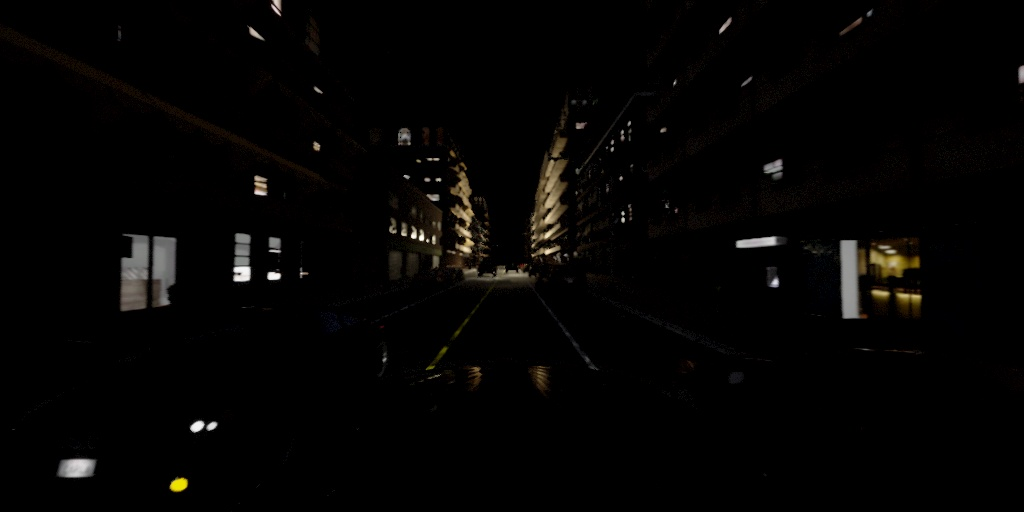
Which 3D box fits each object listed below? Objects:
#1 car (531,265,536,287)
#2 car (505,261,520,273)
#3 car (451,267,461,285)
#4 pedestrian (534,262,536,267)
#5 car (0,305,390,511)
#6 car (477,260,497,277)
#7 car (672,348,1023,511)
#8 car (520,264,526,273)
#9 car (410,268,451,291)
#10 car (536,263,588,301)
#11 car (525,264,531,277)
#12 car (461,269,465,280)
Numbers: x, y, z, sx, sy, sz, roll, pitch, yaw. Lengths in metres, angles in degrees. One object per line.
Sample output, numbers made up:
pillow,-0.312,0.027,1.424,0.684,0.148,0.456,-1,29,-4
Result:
car,2.690,1.381,24.660,2.192,1.841,5.009,0,0,0
car,0.007,1.777,60.417,2.150,2.045,5.566,0,-1,0
car,-5.691,1.726,30.271,1.802,1.307,4.207,0,0,0
pedestrian,2.998,1.684,48.110,0.375,1.860,0.375,1,-2,-5
car,-3.100,1.353,4.550,1.994,1.385,4.181,0,-1,0
car,-3.096,1.576,45.470,2.150,2.045,5.566,0,-1,0
car,2.691,1.304,2.378,1.888,1.381,4.507,0,0,0
car,2.689,2.079,58.084,2.007,1.370,4.403,0,0,0
car,-5.691,1.612,24.701,1.888,1.381,4.507,0,0,0
car,2.690,1.304,19.090,2.192,1.841,5.009,0,0,0
car,2.998,1.855,45.148,1.837,1.490,4.892,0,-1,0
car,-5.691,1.803,35.842,1.802,1.307,4.207,0,0,0
